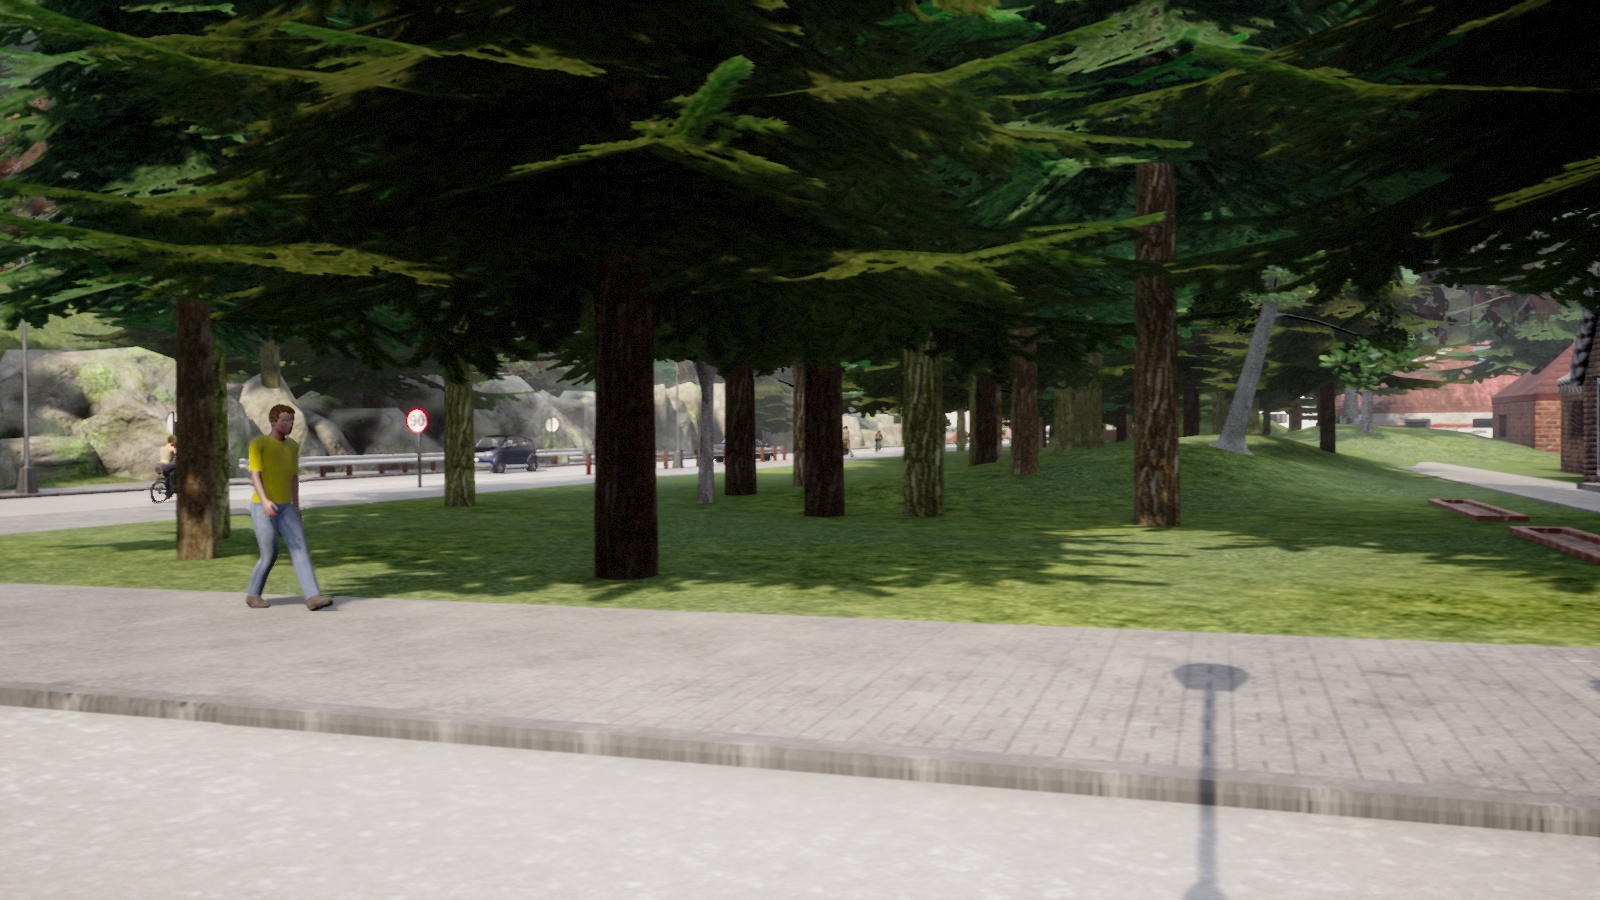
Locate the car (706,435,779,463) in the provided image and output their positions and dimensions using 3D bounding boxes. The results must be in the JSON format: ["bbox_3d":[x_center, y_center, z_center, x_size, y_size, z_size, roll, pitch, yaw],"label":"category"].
[{"bbox_3d":[-2.963,-0.078,66.282,2.033,1.411,5.357,0,1,19],"label":"car"}]

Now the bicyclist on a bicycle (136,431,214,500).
[{"bbox_3d":[-14.942,0.346,30.056,0.866,1.612,1.509,0,1,18],"label":"bicyclist on a bicycle"}]

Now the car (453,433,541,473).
[{"bbox_3d":[-12.243,0.082,51.004,1.789,1.549,3.705,0,1,18],"label":"car"}]

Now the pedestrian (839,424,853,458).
[{"bbox_3d":[2.616,-0.491,71.122,0.692,1.930,0.396,0,1,25],"label":"pedestrian"}]

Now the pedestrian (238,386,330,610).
[{"bbox_3d":[-4.360,0.390,10.615,0.706,1.836,0.354,0,1,31],"label":"pedestrian"}]
